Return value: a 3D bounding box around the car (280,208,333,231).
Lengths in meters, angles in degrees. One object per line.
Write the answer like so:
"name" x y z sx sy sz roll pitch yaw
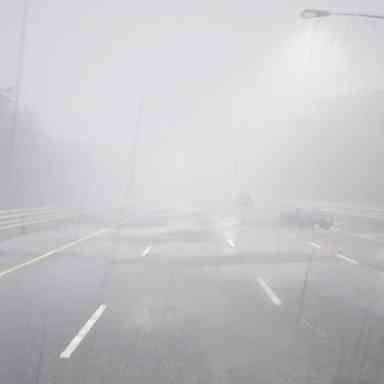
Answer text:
"car" 7.012 1.636 20.902 1.895 1.301 4.718 0 0 0

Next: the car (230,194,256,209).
"car" 7.029 1.315 45.903 2.150 2.045 5.566 0 0 0
